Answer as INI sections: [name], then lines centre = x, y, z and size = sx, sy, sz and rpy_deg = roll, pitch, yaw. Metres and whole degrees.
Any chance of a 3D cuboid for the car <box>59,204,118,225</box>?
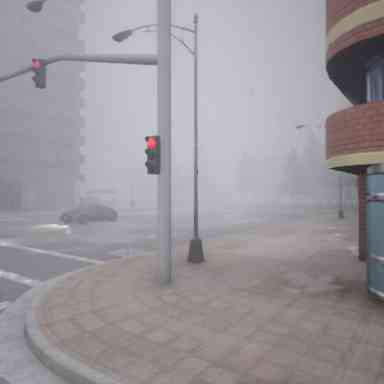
[car]
centre = -7.464, 1.570, 24.333
size = 1.994, 1.385, 4.181
rpy_deg = 0, 0, 36
